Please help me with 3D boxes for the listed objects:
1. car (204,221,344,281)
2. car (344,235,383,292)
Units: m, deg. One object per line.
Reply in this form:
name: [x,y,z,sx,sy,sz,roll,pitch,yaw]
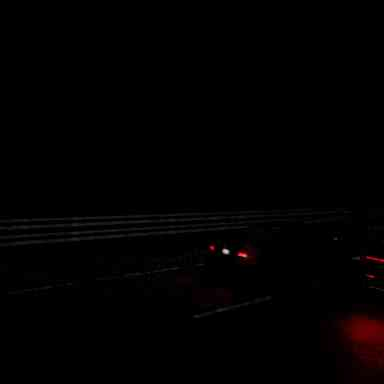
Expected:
car: [2.917,1.607,10.110,5.357,1.411,2.033,0,1,-35]
car: [5.897,1.582,7.941,4.892,1.490,1.837,1,0,-35]
